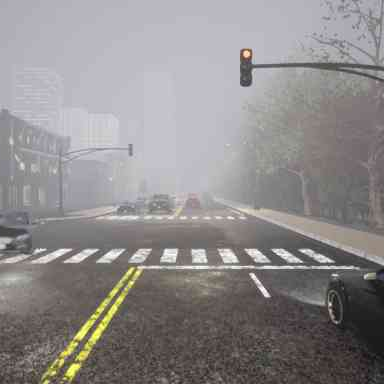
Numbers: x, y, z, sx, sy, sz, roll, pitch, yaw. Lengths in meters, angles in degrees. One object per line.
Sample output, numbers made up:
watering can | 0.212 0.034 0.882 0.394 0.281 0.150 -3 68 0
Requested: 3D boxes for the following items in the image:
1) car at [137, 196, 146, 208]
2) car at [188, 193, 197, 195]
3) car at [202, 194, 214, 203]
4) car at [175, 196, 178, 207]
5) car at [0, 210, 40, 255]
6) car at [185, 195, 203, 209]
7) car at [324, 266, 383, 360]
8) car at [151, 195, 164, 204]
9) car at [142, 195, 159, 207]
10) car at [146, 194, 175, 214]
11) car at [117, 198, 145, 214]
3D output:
car | -6.567 1.337 44.242 2.097 1.767 4.553 0 0 0
car | 0.134 1.200 64.722 2.150 2.045 5.566 0 0 0
car | 3.384 1.575 66.911 1.895 1.301 4.718 0 0 0
car | -3.314 1.510 46.273 1.812 1.442 4.674 0 0 0
car | -7.051 1.490 12.926 2.128 1.511 4.902 1 0 -21
car | 0.126 1.463 44.189 1.882 1.535 5.008 0 0 0
car | 3.351 1.563 4.272 1.994 1.385 4.181 0 0 0
car | -6.522 1.454 63.575 1.882 1.535 5.008 0 0 1
car | -6.562 1.333 53.131 2.097 1.767 4.553 0 0 0
car | -3.322 1.210 36.283 2.150 2.045 5.566 0 0 0
car | -6.589 1.590 35.331 1.895 1.301 4.718 0 0 1
